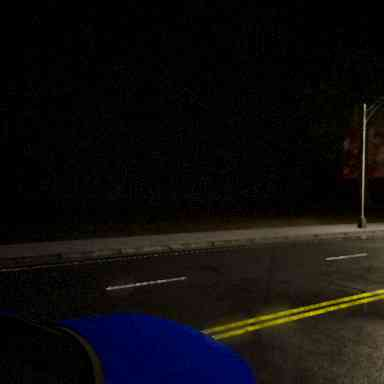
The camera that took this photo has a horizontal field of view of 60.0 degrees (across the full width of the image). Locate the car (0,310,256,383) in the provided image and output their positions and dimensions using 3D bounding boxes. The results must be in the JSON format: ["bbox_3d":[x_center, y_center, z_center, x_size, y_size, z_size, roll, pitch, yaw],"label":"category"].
[{"bbox_3d":[-1.826,1.476,1.887,5.008,1.535,1.882,0,0,-31],"label":"car"}]
